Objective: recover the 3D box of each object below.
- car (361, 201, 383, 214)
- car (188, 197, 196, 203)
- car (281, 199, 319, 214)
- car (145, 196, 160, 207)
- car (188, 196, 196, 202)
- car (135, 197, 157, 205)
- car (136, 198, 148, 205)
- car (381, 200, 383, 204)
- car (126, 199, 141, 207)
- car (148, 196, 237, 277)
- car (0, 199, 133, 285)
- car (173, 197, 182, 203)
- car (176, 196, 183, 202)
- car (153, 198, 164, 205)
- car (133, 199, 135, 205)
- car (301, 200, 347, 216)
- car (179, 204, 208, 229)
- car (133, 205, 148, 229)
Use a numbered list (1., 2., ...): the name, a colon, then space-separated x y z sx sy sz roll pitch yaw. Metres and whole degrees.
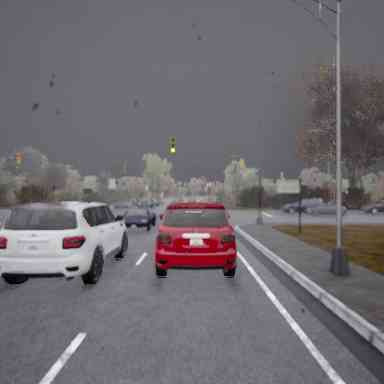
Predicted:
1. car: 21.753 1.721 37.656 4.892 1.490 1.837 0 0 3
2. car: -0.014 2.047 83.585 1.994 1.385 4.181 0 0 0
3. car: 12.623 1.578 38.154 4.553 1.767 2.097 0 0 3
4. car: -7.067 1.710 60.356 2.097 1.767 4.553 0 0 0
5. car: 0.024 1.908 93.442 2.097 1.767 4.553 0 0 1
6. car: -7.086 1.657 51.472 2.097 1.767 4.553 0 0 0
7. car: -10.516 1.970 70.409 1.994 1.385 4.181 0 0 0
8. car: 23.105 1.413 34.078 5.566 2.045 2.150 0 0 3
9. car: -10.559 1.922 60.338 1.994 1.385 4.181 0 0 1
10. car: 0.096 1.288 10.608 2.150 2.045 5.566 0 0 0
11. car: -3.402 1.281 9.804 2.150 2.045 5.566 0 0 0
12. car: -3.515 2.009 83.054 2.128 1.511 4.902 0 0 0
13. car: -3.476 1.927 93.463 1.812 1.442 4.674 0 0 1
14. car: -7.016 2.014 70.603 1.895 1.301 4.718 0 0 0
15. car: -10.619 1.907 51.532 1.895 1.301 4.718 0 0 1
16. car: 13.769 1.768 34.583 4.181 1.385 1.994 0 0 3
17. car: 0.093 1.665 23.499 1.812 1.442 4.674 0 0 0
18. car: -3.404 1.730 21.670 1.895 1.301 4.718 0 0 0
